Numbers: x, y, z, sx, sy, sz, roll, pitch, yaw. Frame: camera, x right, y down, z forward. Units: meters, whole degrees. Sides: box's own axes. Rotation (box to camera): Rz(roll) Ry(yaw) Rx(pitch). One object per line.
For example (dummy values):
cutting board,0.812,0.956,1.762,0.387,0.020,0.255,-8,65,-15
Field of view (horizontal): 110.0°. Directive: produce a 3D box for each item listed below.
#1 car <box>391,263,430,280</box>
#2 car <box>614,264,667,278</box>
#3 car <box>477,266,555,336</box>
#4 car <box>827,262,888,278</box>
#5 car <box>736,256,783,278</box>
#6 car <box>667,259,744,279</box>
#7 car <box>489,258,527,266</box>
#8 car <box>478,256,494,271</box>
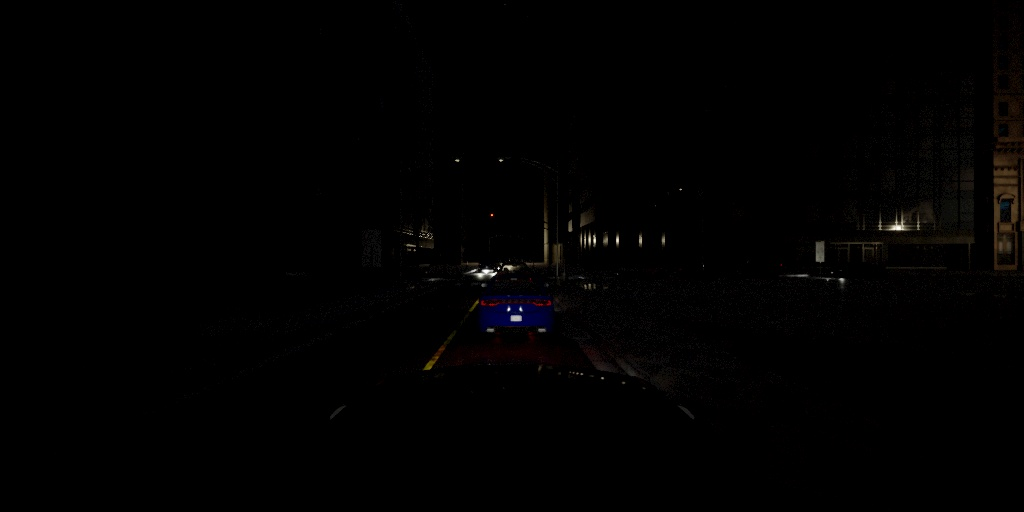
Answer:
car,-9.712,1.294,30.307,5.357,1.411,2.033,0,0,-4
car,12.024,1.371,33.308,4.718,1.301,1.895,0,0,3
car,0.093,1.229,10.414,1.882,1.535,5.008,0,0,0
car,32.072,1.276,33.322,4.674,1.442,1.812,0,0,0
car,21.975,0.986,33.326,5.566,2.045,2.150,0,0,-1
car,16.187,1.239,30.114,5.008,1.535,1.882,0,0,0
car,0.140,1.107,19.283,2.097,1.767,4.553,0,0,2
car,-3.136,0.999,45.826,2.150,2.045,5.566,0,0,-2
